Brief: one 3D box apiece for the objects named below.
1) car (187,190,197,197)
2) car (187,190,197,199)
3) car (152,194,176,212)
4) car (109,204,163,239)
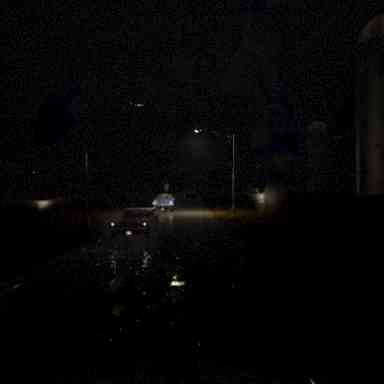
[{"bbox_3d":[-0.028,0.284,73.238,1.994,1.385,4.181,0,1,0],"label":"car"},{"bbox_3d":[-0.025,0.548,62.780,1.882,1.535,5.008,0,1,0],"label":"car"},{"bbox_3d":[-2.764,1.013,33.513,2.097,1.767,4.553,0,1,0],"label":"car"},{"bbox_3d":[-2.811,1.499,17.007,1.895,1.301,4.718,0,1,0],"label":"car"}]
